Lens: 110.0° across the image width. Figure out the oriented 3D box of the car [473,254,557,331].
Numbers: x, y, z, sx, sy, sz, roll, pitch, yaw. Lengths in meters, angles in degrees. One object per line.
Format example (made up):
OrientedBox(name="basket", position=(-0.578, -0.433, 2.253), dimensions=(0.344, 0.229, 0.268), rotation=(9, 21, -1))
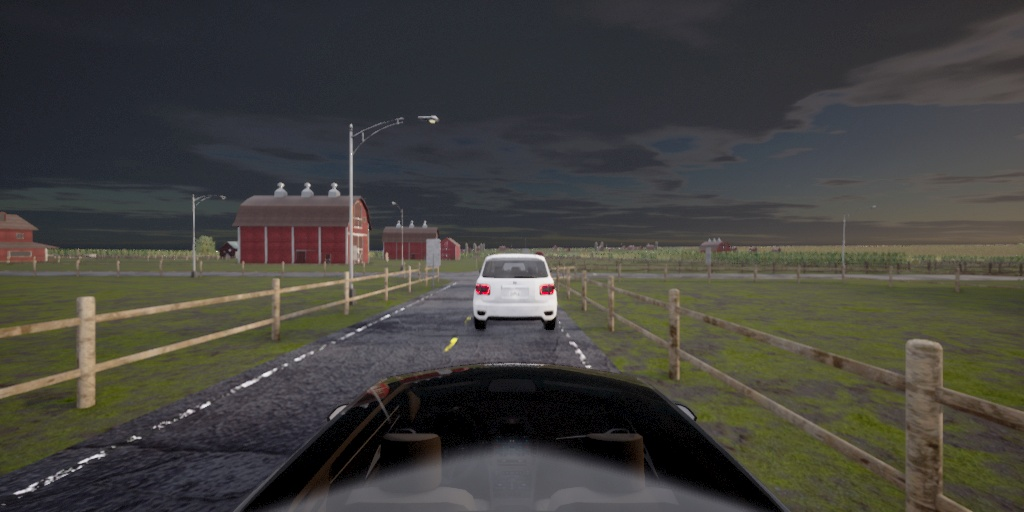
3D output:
OrientedBox(name="car", position=(0.104, 0.966, 11.142), dimensions=(2.150, 2.045, 5.566), rotation=(0, 0, 1))
